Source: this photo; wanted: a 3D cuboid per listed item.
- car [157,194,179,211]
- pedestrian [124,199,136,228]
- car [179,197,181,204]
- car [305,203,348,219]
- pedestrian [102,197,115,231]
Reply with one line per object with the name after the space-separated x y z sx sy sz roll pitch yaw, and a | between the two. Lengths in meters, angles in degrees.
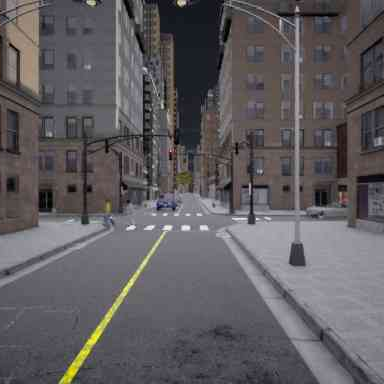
-3.138 1.237 41.547 2.150 2.045 5.566 0 0 -1 | car
-3.809 1.298 20.470 0.375 1.860 0.375 0 0 0 | pedestrian
-3.139 1.568 51.907 2.033 1.411 5.357 0 0 0 | car
12.323 1.592 28.645 4.718 1.301 1.895 0 0 0 | car
-4.821 1.298 19.156 0.375 1.860 0.375 0 0 0 | pedestrian
